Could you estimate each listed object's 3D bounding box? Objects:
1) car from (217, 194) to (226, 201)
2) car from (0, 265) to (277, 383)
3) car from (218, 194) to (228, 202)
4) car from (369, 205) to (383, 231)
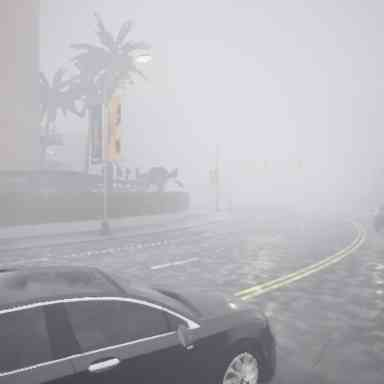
[{"bbox_3d":[7.665,1.493,87.356,2.185,1.767,4.553,0,0,2],"label":"car"},{"bbox_3d":[-1.224,1.509,3.173,4.892,1.490,1.837,1,0,-37],"label":"car"},{"bbox_3d":[7.572,1.608,80.930,2.097,1.535,5.008,0,0,2],"label":"car"},{"bbox_3d":[12.096,1.535,20.296,1.837,1.490,4.892,0,0,25],"label":"car"}]
